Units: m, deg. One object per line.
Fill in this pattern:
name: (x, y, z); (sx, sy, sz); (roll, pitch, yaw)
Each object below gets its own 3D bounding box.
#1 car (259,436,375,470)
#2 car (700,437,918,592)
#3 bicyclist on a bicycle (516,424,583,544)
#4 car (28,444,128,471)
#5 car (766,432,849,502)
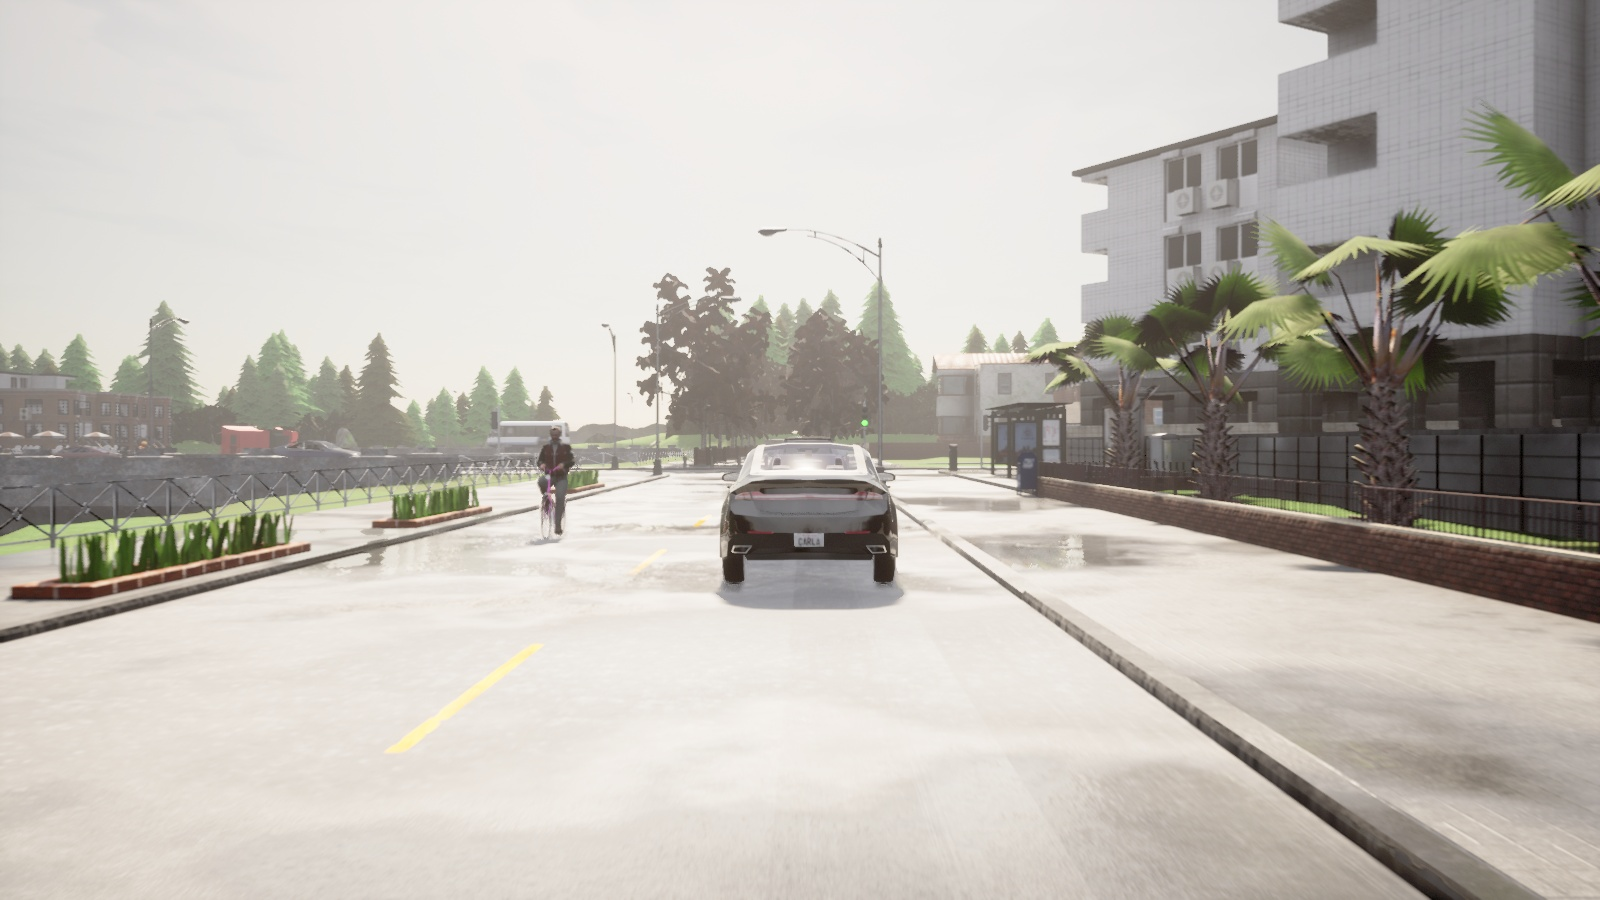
car: (-24.279, 0.149, 63.250); (5.027, 1.651, 2.152); (0, 0, 0)
car: (0.100, 0.620, 14.734); (2.128, 1.511, 4.902); (0, 0, 0)
bicyclist on a bicycle: (-3.873, 0.504, 19.530); (0.659, 1.776, 1.843); (0, 0, 0)
car: (-38.676, 0.400, 67.335); (4.181, 1.385, 1.994); (0, 0, 0)
car: (0.211, 0.414, 33.940); (2.097, 1.767, 4.553); (0, 0, 0)
